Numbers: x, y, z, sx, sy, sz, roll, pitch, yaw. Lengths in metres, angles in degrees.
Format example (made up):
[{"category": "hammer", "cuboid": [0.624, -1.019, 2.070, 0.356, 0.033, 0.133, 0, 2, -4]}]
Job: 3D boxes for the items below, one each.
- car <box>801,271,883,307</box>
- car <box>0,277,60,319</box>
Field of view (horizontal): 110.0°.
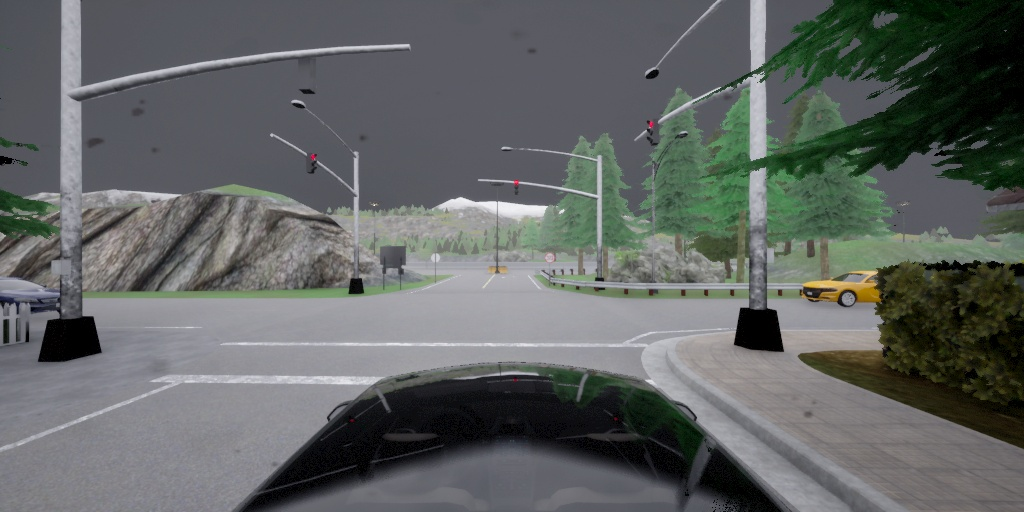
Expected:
[{"category": "car", "cuboid": [15.954, 1.419, 16.193, 5.008, 1.535, 1.882, 0, 0, 0]}, {"category": "car", "cuboid": [-18.279, 1.467, 12.677, 4.674, 1.442, 1.812, 0, 0, 0]}]
